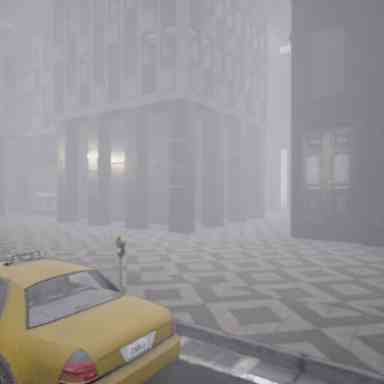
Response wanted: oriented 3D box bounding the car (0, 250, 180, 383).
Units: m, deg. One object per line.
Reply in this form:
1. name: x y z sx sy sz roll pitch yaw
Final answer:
1. car: -2.446 1.501 4.610 4.829 1.417 1.752 0 1 34
